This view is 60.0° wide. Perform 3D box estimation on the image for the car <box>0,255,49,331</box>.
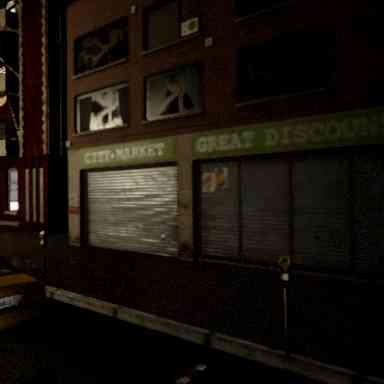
[{"bbox_3d":[-4.591,1.590,6.149,4.829,1.417,1.752,-1,-1,35],"label":"car"}]
